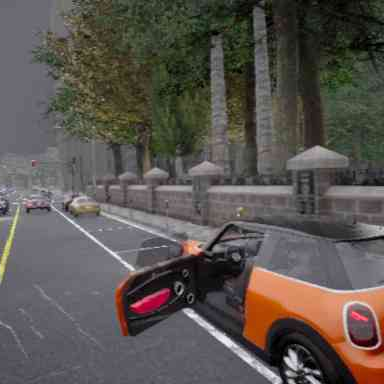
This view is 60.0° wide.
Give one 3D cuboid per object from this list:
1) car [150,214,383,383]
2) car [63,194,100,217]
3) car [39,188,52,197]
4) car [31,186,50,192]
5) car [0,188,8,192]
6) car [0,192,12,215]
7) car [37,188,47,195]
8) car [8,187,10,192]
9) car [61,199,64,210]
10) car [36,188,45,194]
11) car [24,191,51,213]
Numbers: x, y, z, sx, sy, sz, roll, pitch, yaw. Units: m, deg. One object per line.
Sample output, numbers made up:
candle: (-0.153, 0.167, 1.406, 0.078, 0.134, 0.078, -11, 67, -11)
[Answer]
car: (1.194, 1.112, 4.979, 2.097, 1.767, 4.553, -3, 2, -27)
car: (-7.668, 0.911, 23.445, 1.752, 1.417, 4.829, -3, 2, -27)
car: (-29.316, -0.002, 66.465, 1.967, 1.590, 4.097, -3, 2, -27)
car: (-19.090, 0.468, 41.648, 2.097, 1.767, 4.553, -3, 2, -16)
car: (-39.374, 0.173, 67.496, 2.192, 1.841, 5.009, -3, 2, -27)
car: (-15.792, 1.019, 26.591, 1.882, 1.535, 5.008, -3, 2, -26)
car: (-36.642, -0.167, 81.040, 2.008, 1.369, 4.403, -3, 2, -27)
car: (-46.621, 0.111, 81.923, 1.752, 1.417, 4.829, -3, 2, -27)
car: (-10.042, 0.859, 28.168, 1.947, 1.339, 4.313, -3, 2, -27)
car: (-39.086, -0.265, 85.896, 1.887, 1.381, 4.507, -3, 2, -27)
car: (-13.060, 0.941, 28.175, 2.033, 1.411, 5.357, -3, 2, -26)
